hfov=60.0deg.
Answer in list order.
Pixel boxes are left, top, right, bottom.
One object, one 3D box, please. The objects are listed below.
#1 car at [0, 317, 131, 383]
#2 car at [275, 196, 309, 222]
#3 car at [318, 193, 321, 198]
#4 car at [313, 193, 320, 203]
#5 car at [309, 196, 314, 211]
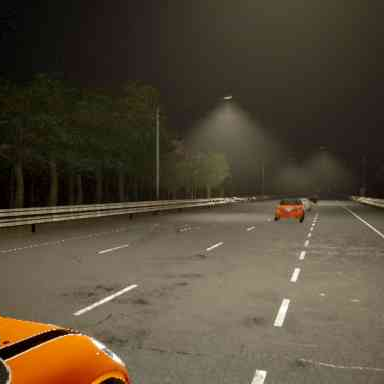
[{"bbox_3d":[-2.140,1.351,1.352,2.097,1.767,4.553,0,0,22],"label":"car"},{"bbox_3d":[8.043,1.358,26.832,2.097,1.767,4.553,0,0,22],"label":"car"},{"bbox_3d":[30.923,1.648,84.084,2.128,1.511,4.902,0,0,22],"label":"car"},{"bbox_3d":[24.805,1.557,68.771,1.882,1.535,5.008,0,0,22],"label":"car"},{"bbox_3d":[13.778,1.542,41.181,1.812,1.442,4.674,0,0,22],"label":"car"}]
